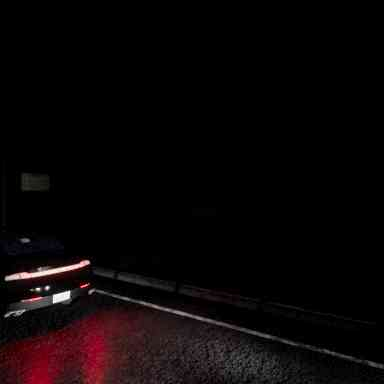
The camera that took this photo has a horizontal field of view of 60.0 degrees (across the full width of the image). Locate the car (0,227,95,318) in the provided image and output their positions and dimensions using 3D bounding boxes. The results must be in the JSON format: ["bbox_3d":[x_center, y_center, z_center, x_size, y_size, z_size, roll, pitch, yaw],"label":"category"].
[{"bbox_3d":[-4.056,1.492,6.864,4.902,1.511,2.128,0,0,37],"label":"car"}]
